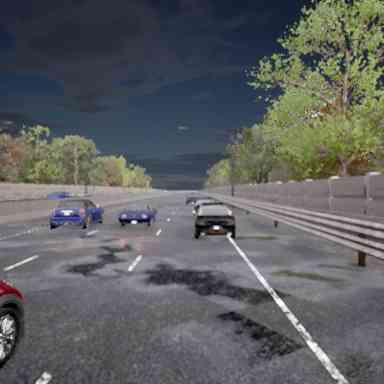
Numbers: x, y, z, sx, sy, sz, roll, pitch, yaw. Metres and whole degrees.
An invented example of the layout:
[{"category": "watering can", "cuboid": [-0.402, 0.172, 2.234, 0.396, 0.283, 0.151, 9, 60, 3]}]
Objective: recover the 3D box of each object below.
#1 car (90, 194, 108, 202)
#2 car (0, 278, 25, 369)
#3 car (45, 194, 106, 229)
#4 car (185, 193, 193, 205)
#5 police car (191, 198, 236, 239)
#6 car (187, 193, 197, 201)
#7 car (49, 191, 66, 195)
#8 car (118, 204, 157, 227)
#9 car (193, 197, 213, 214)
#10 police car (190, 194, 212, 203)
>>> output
[{"category": "car", "cuboid": [-17.524, 1.088, 62.908, 2.128, 1.511, 4.902, 0, 0, 1]}, {"category": "car", "cuboid": [-3.401, 1.333, 2.808, 2.097, 1.767, 4.553, 0, 1, 1]}, {"category": "car", "cuboid": [-6.898, 1.215, 20.488, 2.097, 1.767, 4.553, 0, 0, 0]}, {"category": "car", "cuboid": [0.004, 1.168, 51.654, 1.837, 1.490, 4.892, 0, 0, 0]}, {"category": "police car", "cuboid": [1.053, 1.312, 16.889, 1.930, 1.638, 5.238, 0, 0, 0]}, {"category": "car", "cuboid": [0.004, 1.070, 67.400, 1.837, 1.490, 4.892, 0, 0, 0]}, {"category": "car", "cuboid": [-24.526, 0.830, 60.520, 2.150, 2.045, 5.566, 0, 0, 1]}, {"category": "car", "cuboid": [-3.398, 1.456, 21.770, 1.895, 1.301, 4.718, 0, 0, 0]}, {"category": "car", "cuboid": [1.053, 1.309, 32.780, 1.812, 1.442, 4.674, 0, 0, 0]}, {"category": "police car", "cuboid": [1.053, 1.246, 26.889, 1.930, 1.638, 5.238, 0, 0, 0]}]
